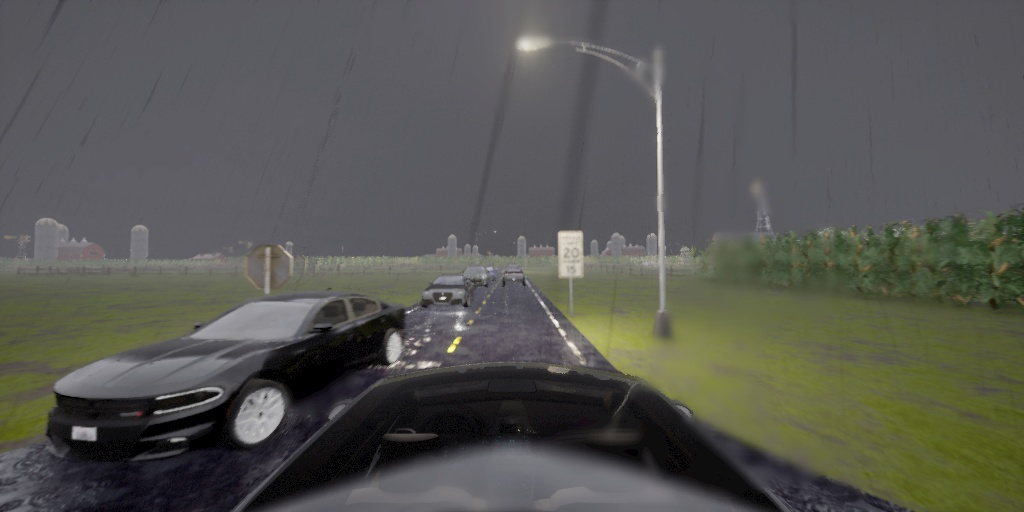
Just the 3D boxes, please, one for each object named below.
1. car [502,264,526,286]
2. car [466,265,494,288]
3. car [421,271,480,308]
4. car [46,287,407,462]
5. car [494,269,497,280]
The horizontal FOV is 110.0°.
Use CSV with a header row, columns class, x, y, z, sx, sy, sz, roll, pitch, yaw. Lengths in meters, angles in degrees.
class,x,y,z,sx,sy,sz,roll,pitch,yaw
car,0.154,1.672,30.422,2.128,1.511,4.902,-1,-1,0
car,-2.790,1.529,28.152,2.097,1.767,4.553,-1,-1,0
car,-2.819,1.565,16.655,1.994,1.385,4.181,-1,-1,0
car,-3.381,1.314,5.592,1.882,1.535,5.008,-1,-1,8
car,-2.708,1.876,39.774,1.812,1.442,4.674,-1,-1,1
